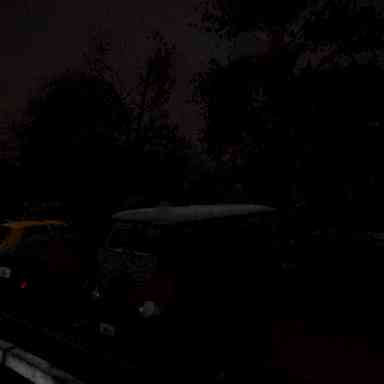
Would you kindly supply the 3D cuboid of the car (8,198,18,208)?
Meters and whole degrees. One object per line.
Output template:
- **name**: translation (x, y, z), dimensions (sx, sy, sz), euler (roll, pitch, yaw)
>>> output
- **car**: translation (-15.213, 1.595, 33.215), dimensions (2.002, 1.452, 4.674), euler (0, 0, 35)

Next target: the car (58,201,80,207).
- **car**: translation (-8.400, 1.551, 28.376), dimensions (2.163, 1.488, 4.792), euler (0, 0, 35)

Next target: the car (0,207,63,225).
- **car**: translation (-6.653, 1.484, 11.167), dimensions (2.097, 1.535, 5.008), euler (0, 0, 35)

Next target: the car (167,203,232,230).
- **car**: translation (0.617, 1.526, 22.049), dimensions (2.002, 1.452, 4.674), euler (0, 0, 35)

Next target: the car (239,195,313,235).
- **car**: translation (5.153, 1.228, 18.818), dimensions (2.435, 2.045, 5.566), euler (0, 0, 35)

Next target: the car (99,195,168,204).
- **car**: translation (-3.850, 1.249, 25.168), dimensions (2.435, 2.045, 5.566), euler (0, 0, 35)

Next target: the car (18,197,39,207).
- **car**: translation (-13.043, 1.541, 31.460), dimensions (1.946, 1.575, 5.366), euler (0, 0, 35)

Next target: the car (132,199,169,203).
- **car**: translation (-1.559, 1.493, 23.580), dimensions (2.097, 1.535, 5.008), euler (0, 0, 35)

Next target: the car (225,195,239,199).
- **car**: translation (2.977, 1.231, 20.351), dimensions (2.435, 2.045, 5.566), euler (0, 0, 35)

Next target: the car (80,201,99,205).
- **car**: translation (-6.091, 1.539, 26.818), dimensions (2.163, 1.488, 4.792), euler (0, 0, 35)

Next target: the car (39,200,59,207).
- **car**: translation (-10.662, 1.532, 30.000), dimensions (2.097, 1.535, 5.008), euler (0, 0, 35)

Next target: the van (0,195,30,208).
- **van**: translation (-19.697, 1.352, 36.527), dimensions (1.878, 1.987, 4.442), euler (0, 0, 35)

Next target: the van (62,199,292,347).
- **van**: translation (0.153, 1.250, 6.231), dimensions (1.878, 1.987, 4.442), euler (0, 0, 35)

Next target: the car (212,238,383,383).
- **car**: translation (2.494, 1.503, 4.686), dimensions (2.163, 1.488, 4.792), euler (0, 0, 35)

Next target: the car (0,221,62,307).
- **car**: translation (-2.054, 1.508, 7.966), dimensions (2.163, 1.488, 4.792), euler (0, 0, 35)
